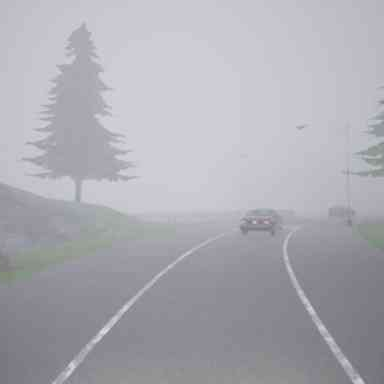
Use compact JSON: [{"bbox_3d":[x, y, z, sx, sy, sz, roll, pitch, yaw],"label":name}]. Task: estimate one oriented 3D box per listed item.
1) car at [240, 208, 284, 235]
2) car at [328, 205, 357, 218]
[{"bbox_3d":[4.207,1.663,19.568,2.033,1.411,5.357,-1,-1,22],"label":"car"},{"bbox_3d":[17.841,2.348,39.374,4.902,1.511,2.128,5,-8,-44],"label":"car"}]
